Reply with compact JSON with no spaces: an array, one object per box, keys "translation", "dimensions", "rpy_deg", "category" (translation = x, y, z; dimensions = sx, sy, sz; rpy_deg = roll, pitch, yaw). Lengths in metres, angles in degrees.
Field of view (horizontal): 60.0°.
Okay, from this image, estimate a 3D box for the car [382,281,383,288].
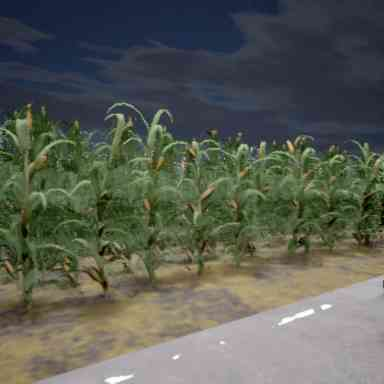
[{"translation":[6.090,1.551,7.413],"dimensions":[4.181,1.385,1.994],"rpy_deg":[0,0,-36],"category":"car"}]
